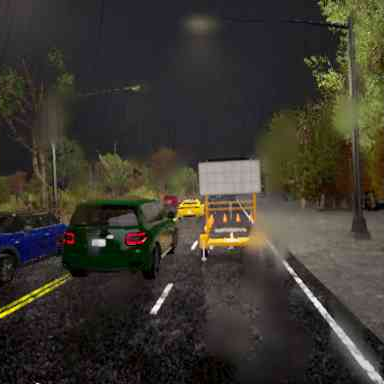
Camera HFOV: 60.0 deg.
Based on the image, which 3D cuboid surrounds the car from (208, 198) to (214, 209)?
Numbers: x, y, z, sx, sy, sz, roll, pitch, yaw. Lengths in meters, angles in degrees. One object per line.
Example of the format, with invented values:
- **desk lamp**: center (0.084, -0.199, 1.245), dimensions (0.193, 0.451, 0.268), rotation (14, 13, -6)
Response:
- **car**: center (1.889, 1.552, 44.671), dimensions (2.128, 1.511, 4.902), rotation (-3, 0, 7)

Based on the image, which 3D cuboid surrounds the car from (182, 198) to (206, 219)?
- **car**: center (0.043, 1.495, 28.268), dimensions (1.882, 1.535, 5.008), rotation (-2, -2, 6)

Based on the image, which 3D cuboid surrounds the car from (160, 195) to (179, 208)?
- **car**: center (-3.640, 1.535, 55.047), dimensions (2.150, 2.045, 5.566), rotation (-3, 0, 7)

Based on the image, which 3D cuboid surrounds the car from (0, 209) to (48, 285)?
- **car**: center (-5.459, 1.353, 9.717), dimensions (2.097, 1.767, 4.553), rotation (-1, -1, 6)

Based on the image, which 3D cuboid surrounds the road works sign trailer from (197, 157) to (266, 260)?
- **road works sign trailer**: center (1.487, 0.516, 12.798), dimensions (2.380, 3.560, 2.880), rotation (-3, 0, 6)

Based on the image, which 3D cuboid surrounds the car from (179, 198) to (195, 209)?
- **car**: center (-0.767, 1.707, 51.633), dimensions (1.812, 1.442, 4.674), rotation (-3, 0, 7)

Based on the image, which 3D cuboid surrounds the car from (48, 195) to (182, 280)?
- **car**: center (-1.824, 1.206, 10.073), dimensions (2.150, 2.045, 5.566), rotation (0, 0, 5)
